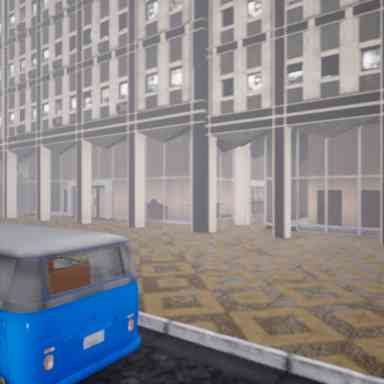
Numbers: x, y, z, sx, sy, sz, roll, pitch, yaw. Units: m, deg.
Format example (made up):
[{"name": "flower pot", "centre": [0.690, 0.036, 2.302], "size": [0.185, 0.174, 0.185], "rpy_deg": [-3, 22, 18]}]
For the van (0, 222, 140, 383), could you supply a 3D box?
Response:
[{"name": "van", "centre": [-2.574, 1.382, 4.700], "size": [3.998, 1.788, 1.690], "rpy_deg": [-1, 0, 36]}]
